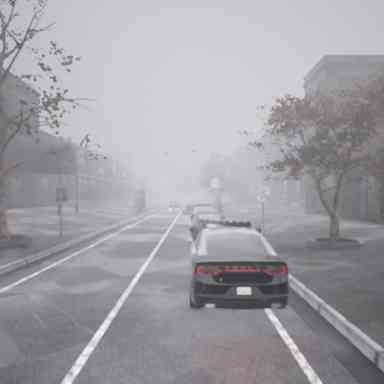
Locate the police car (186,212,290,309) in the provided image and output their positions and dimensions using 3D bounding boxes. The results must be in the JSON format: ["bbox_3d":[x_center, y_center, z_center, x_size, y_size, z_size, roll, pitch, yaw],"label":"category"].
[{"bbox_3d":[0.891,1.525,8.289,1.930,1.638,5.238,0,-1,0],"label":"police car"}]

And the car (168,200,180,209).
[{"bbox_3d":[-3.066,2.198,58.648,2.033,1.411,5.357,0,0,0],"label":"car"}]

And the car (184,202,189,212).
[{"bbox_3d":[-0.030,2.083,46.806,1.812,1.442,4.674,0,-1,0],"label":"car"}]

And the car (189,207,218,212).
[{"bbox_3d":[0.880,1.746,18.177,1.812,1.442,4.674,0,-1,0],"label":"car"}]

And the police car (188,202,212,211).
[{"bbox_3d":[0.872,1.720,24.288,1.930,1.638,5.238,0,-1,0],"label":"police car"}]
